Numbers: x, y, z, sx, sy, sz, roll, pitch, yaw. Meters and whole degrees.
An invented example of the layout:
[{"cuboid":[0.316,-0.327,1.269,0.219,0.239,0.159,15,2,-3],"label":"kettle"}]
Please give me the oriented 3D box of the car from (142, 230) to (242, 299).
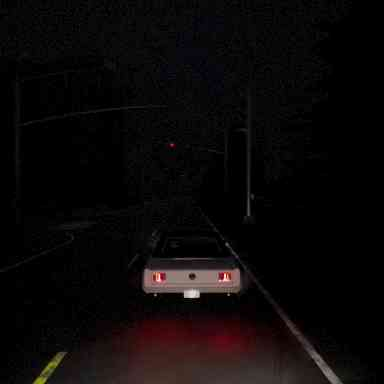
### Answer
[{"cuboid":[-0.036,1.601,8.377,1.895,1.301,4.718,0,0,-1],"label":"car"}]
